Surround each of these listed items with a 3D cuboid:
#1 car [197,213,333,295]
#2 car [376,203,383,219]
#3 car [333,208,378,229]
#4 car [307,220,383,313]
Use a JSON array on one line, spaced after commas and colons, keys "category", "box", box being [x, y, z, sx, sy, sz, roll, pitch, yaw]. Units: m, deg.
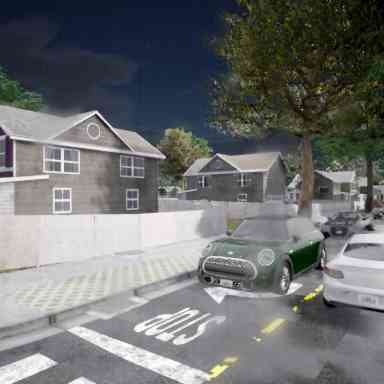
[{"category": "car", "box": [2.107, 1.451, 9.200, 2.097, 1.767, 4.553, -1, -1, 37]}, {"category": "car", "box": [17.861, 1.803, 30.449, 1.837, 1.490, 4.892, -1, -2, 37]}, {"category": "car", "box": [8.100, 1.736, 17.283, 1.994, 1.385, 4.181, -1, -1, 36]}, {"category": "car", "box": [4.210, 1.576, 7.220, 1.812, 1.442, 4.674, -1, -1, 36]}]
